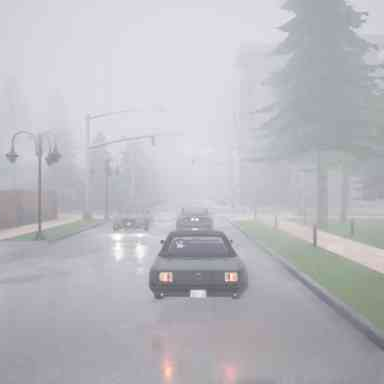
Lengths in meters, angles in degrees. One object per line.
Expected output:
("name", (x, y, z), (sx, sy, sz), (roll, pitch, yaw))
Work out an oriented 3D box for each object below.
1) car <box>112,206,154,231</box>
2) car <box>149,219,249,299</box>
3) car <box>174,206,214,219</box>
("car", (-3.465, 1.573, 20.297), (1.994, 1.385, 4.181), (0, 0, 0))
("car", (0.119, 1.600, 8.388), (1.895, 1.301, 4.718), (0, 0, 0))
("car", (0.131, 1.503, 17.650), (1.837, 1.490, 4.892), (0, 0, 0))
